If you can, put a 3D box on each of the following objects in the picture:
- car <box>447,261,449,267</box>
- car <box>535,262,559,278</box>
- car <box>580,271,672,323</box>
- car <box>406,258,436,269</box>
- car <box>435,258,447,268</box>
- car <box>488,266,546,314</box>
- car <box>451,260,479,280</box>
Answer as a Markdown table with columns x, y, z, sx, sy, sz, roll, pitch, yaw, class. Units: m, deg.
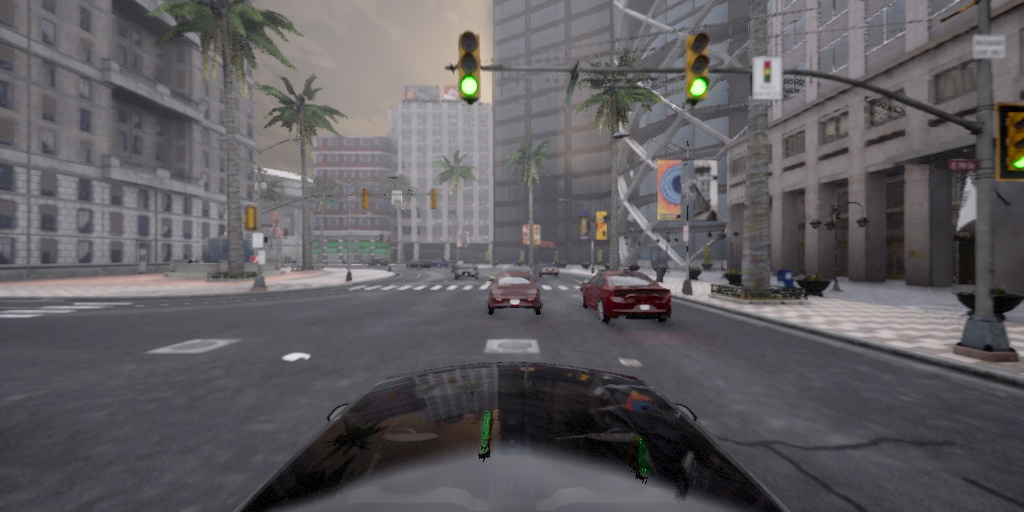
| x | y | z | sx | sy | sz | roll | pitch | yaw | class |
| --- | --- | --- | --- | --- | --- | --- | --- | --- | --- |
| -5.847 | 1.254 | 41.876 | 1.882 | 1.535 | 5.008 | 0 | 0 | -20 | car |
| 3.149 | 1.319 | 34.907 | 2.033 | 1.411 | 5.357 | 0 | 0 | -7 | car |
| 3.599 | 1.234 | 12.188 | 1.882 | 1.535 | 5.008 | 0 | 0 | 0 | car |
| -14.180 | 1.385 | 54.807 | 4.718 | 1.301 | 1.895 | 0 | 0 | 45 | car |
| -13.363 | 1.142 | 63.364 | 4.553 | 1.767 | 2.097 | 0 | 0 | 35 | car |
| 0.086 | 1.283 | 13.667 | 1.812 | 1.442 | 4.674 | 0 | 0 | 0 | car |
| -3.906 | 1.333 | 31.662 | 1.994 | 1.385 | 4.181 | 0 | 0 | -3 | car |
